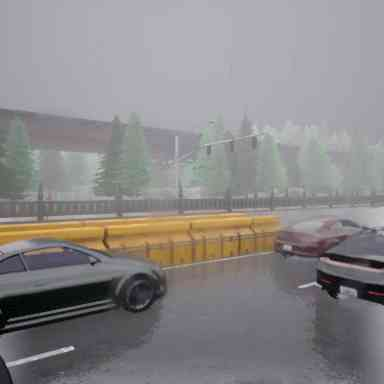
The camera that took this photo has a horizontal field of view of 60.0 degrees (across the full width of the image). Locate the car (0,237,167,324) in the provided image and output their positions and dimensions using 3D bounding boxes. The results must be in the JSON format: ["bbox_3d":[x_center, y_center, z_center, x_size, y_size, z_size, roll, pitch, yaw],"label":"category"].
[{"bbox_3d":[-2.559,1.565,6.215,4.181,1.385,1.994,0,0,-36],"label":"car"}]

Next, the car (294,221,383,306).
[{"bbox_3d":[4.675,1.495,7.123,4.902,1.511,2.128,0,0,-35],"label":"car"}]

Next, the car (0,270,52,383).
[{"bbox_3d":[-3.064,1.563,1.554,4.181,1.385,1.994,0,0,-36],"label":"car"}]

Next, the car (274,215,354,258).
[{"bbox_3d":[4.800,1.529,11.500,4.674,1.442,1.812,0,0,-35],"label":"car"}]
